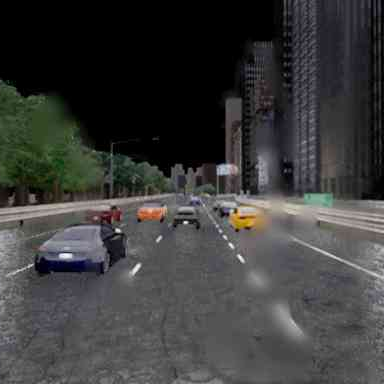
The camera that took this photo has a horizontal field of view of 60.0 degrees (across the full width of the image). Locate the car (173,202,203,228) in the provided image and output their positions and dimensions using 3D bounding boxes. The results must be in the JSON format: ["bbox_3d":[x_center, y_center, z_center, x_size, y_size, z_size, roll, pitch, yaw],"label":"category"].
[{"bbox_3d":[-0.277,1.729,24.259,1.837,1.490,4.892,0,0,3],"label":"car"}]

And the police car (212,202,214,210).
[{"bbox_3d":[3.730,1.748,43.727,2.038,1.542,4.974,0,0,1],"label":"police car"}]

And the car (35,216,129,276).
[{"bbox_3d":[-3.378,1.710,10.928,1.994,1.385,4.181,0,-1,0],"label":"car"}]

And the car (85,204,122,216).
[{"bbox_3d":[-6.809,1.702,26.093,1.882,1.535,5.008,0,0,0],"label":"car"}]

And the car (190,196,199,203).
[{"bbox_3d":[0.628,1.765,77.547,2.128,1.511,4.902,0,0,1],"label":"car"}]

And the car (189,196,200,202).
[{"bbox_3d":[0.481,1.739,60.529,1.882,1.535,5.008,0,0,1],"label":"car"}]

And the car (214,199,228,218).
[{"bbox_3d":[3.635,1.735,32.786,2.163,1.488,4.792,0,0,0],"label":"car"}]

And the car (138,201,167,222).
[{"bbox_3d":[-3.292,1.579,28.561,2.097,1.767,4.553,0,0,0],"label":"car"}]

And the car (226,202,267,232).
[{"bbox_3d":[3.563,1.696,21.785,1.882,1.535,5.008,0,0,0],"label":"car"}]
